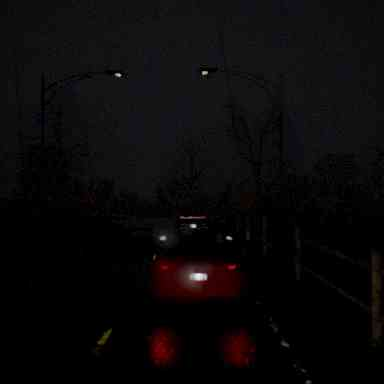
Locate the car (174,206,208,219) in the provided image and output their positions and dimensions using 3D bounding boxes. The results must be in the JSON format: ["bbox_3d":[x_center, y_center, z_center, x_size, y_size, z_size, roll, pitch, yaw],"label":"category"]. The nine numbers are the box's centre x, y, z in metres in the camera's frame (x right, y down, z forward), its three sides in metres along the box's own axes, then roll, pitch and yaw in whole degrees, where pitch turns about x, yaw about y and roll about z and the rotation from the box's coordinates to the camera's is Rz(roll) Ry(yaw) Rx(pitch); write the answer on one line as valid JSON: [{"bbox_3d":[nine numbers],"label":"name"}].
[{"bbox_3d":[-0.053,1.595,20.162,2.128,1.511,4.902,0,0,-3],"label":"car"}]

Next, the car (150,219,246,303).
[{"bbox_3d":[0.111,1.606,8.379,1.994,1.385,4.181,0,0,0],"label":"car"}]
